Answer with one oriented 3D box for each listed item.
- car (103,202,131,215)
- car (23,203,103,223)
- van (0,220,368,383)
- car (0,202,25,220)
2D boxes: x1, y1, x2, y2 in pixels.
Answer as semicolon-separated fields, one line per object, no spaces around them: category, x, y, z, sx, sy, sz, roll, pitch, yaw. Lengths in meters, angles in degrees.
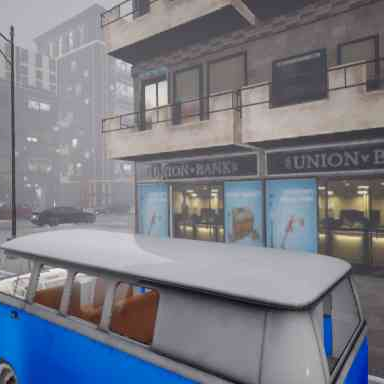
car;-8.645;1.798;36.426;1.947;1.339;4.313;-2;-1;36
car;-8.574;1.583;22.374;1.947;1.339;4.313;-2;-1;36
van;-0.479;1.342;3.202;3.998;1.788;1.690;0;-1;36
car;-15.325;1.609;27.343;1.967;1.590;4.097;-2;-1;36
